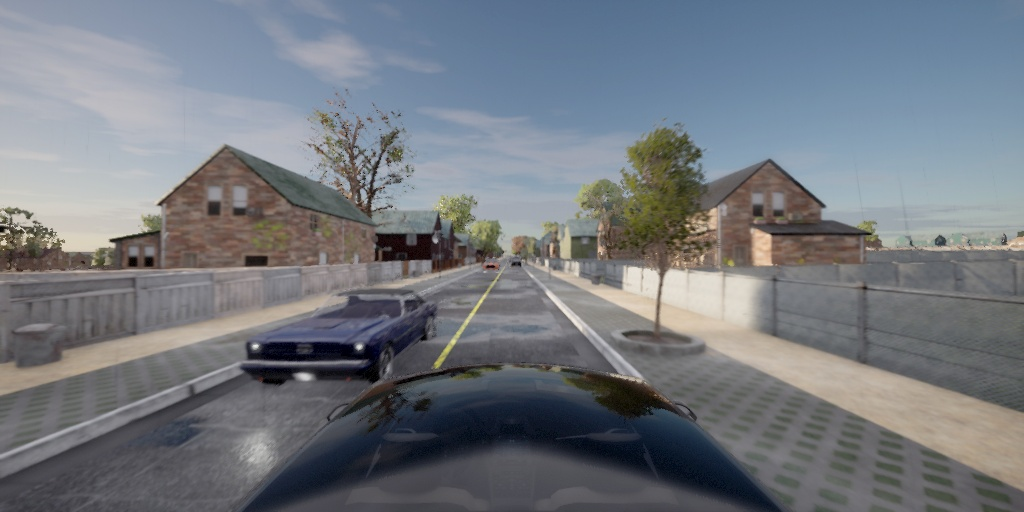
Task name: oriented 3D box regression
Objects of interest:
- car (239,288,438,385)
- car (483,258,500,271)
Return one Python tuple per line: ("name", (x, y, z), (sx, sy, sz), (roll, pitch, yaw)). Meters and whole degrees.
("car", (-2.849, 1.355, 7.132), (1.895, 1.301, 4.718), (0, 0, 0))
("car", (-2.826, 1.124, 49.363), (2.097, 1.767, 4.553), (0, 0, 0))
